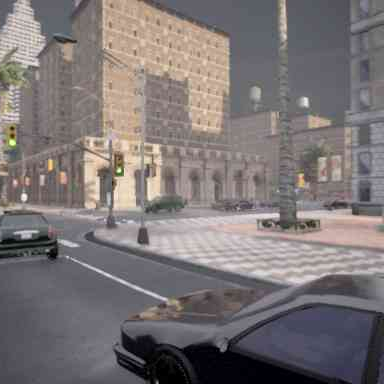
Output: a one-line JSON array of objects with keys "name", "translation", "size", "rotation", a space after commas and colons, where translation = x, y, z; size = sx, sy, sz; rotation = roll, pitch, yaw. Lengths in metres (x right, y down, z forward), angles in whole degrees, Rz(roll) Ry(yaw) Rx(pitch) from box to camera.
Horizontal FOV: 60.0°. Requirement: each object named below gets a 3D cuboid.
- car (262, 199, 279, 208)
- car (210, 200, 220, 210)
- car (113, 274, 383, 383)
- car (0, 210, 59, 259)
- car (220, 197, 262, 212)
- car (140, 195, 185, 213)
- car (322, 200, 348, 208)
[{"name": "car", "translation": [12.882, 1.779, 52.803], "size": [5.357, 1.411, 2.033], "rotation": [0, 0, -38]}, {"name": "car", "translation": [4.690, 1.725, 46.286], "size": [4.892, 1.490, 1.837], "rotation": [0, 0, -38]}, {"name": "car", "translation": [1.639, 1.559, 3.033], "size": [5.357, 1.411, 2.033], "rotation": [0, 0, 38]}, {"name": "car", "translation": [-6.547, 1.429, 12.198], "size": [2.097, 1.767, 4.553], "rotation": [0, 0, -38]}, {"name": "car", "translation": [6.311, 1.703, 42.855], "size": [4.892, 1.490, 1.837], "rotation": [0, 0, -38]}, {"name": "car", "translation": [-3.449, 1.430, 39.811], "size": [5.566, 2.045, 2.150], "rotation": [0, 0, -39]}, {"name": "car", "translation": [21.852, 1.800, 50.801], "size": [4.718, 1.301, 1.895], "rotation": [0, 0, -39]}]
